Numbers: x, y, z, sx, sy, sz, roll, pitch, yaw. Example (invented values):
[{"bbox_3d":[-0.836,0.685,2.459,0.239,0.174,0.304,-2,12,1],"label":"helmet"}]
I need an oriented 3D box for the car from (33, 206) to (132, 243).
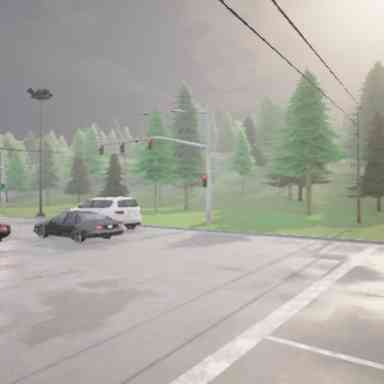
[{"bbox_3d":[-5.801,1.660,16.731,5.357,1.411,2.033,-1,0,36],"label":"car"}]

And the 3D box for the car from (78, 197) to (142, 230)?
[{"bbox_3d":[-5.622,1.352,20.900,5.566,2.045,2.150,-1,0,36],"label":"car"}]

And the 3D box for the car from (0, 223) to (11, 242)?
[{"bbox_3d":[-10.751,1.742,15.962,4.718,1.301,1.895,-1,0,36],"label":"car"}]
